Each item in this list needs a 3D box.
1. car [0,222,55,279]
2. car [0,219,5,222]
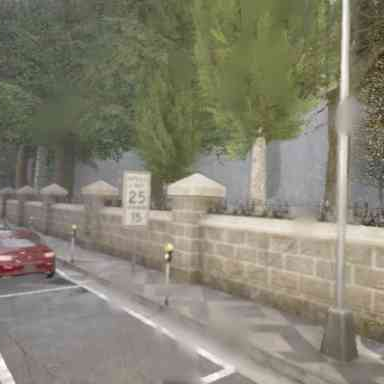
[{"bbox_3d":[-5.393,1.783,10.002,1.802,1.307,4.206,3,-2,-39],"label":"car"},{"bbox_3d":[-8.869,1.788,14.297,2.008,1.369,4.403,3,-2,-39],"label":"car"}]
